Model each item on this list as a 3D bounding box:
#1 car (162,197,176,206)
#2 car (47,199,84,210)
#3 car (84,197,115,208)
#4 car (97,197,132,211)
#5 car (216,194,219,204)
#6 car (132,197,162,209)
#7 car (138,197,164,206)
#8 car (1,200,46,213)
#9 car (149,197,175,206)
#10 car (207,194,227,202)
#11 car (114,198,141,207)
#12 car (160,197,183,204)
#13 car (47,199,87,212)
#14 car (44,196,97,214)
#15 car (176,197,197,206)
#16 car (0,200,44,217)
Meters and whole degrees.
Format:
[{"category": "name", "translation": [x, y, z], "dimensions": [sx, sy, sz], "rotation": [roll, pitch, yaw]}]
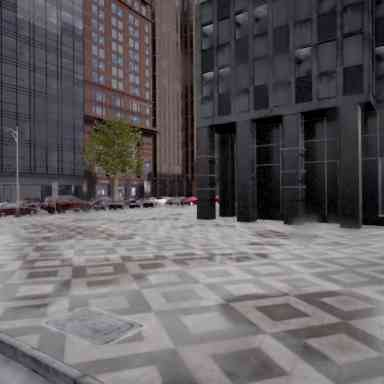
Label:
[{"category": "car", "translation": [-2.021, 1.496, 54.741], "dimensions": [2.033, 1.411, 5.357], "rotation": [-1, 0, 35]}, {"category": "car", "translation": [-16.641, 1.643, 43.984], "dimensions": [1.802, 1.307, 4.206], "rotation": [-1, 0, 35]}, {"category": "car", "translation": [-13.436, 1.485, 48.623], "dimensions": [1.967, 1.590, 4.097], "rotation": [-1, 0, 35]}, {"category": "car", "translation": [-9.632, 1.525, 39.133], "dimensions": [1.947, 1.339, 4.313], "rotation": [-1, 0, 35]}, {"category": "car", "translation": [3.193, 1.223, 57.687], "dimensions": [2.192, 1.841, 5.009], "rotation": [-1, 0, 35]}, {"category": "car", "translation": [-6.426, 1.510, 43.770], "dimensions": [1.947, 1.339, 4.313], "rotation": [-1, 0, 35]}, {"category": "car", "translation": [-7.117, 1.545, 57.760], "dimensions": [1.752, 1.417, 4.829], "rotation": [-1, 0, 35]}, {"category": "car", "translation": [-19.848, 1.643, 39.346], "dimensions": [1.947, 1.339, 4.313], "rotation": [-1, 0, 35]}, {"category": "car", "translation": [-5.023, 1.513, 55.845], "dimensions": [1.812, 1.442, 4.674], "rotation": [-1, -1, 35]}, {"category": "car", "translation": [5.807, 1.297, 76.456], "dimensions": [2.192, 1.841, 5.009], "rotation": [-1, 0, 35]}, {"category": "car", "translation": [-10.227, 1.614, 53.262], "dimensions": [1.802, 1.307, 4.206], "rotation": [-1, 0, 35]}, {"category": "car", "translation": [-3.813, 1.575, 62.539], "dimensions": [1.947, 1.339, 4.313], "rotation": [-1, 0, 35]}, {"category": "car", "translation": [-15.348, 1.597, 41.003], "dimensions": [1.994, 1.385, 4.181], "rotation": [-1, 0, 35]}, {"category": "car", "translation": [-12.841, 1.291, 34.496], "dimensions": [2.192, 1.841, 5.009], "rotation": [-1, 0, 35]}, {"category": "car", "translation": [-0.012, 1.463, 53.047], "dimensions": [1.887, 1.381, 4.507], "rotation": [-1, 0, 35]}, {"category": "car", "translation": [-16.045, 1.577, 29.857], "dimensions": [1.802, 1.307, 4.206], "rotation": [-1, 0, 35]}]
